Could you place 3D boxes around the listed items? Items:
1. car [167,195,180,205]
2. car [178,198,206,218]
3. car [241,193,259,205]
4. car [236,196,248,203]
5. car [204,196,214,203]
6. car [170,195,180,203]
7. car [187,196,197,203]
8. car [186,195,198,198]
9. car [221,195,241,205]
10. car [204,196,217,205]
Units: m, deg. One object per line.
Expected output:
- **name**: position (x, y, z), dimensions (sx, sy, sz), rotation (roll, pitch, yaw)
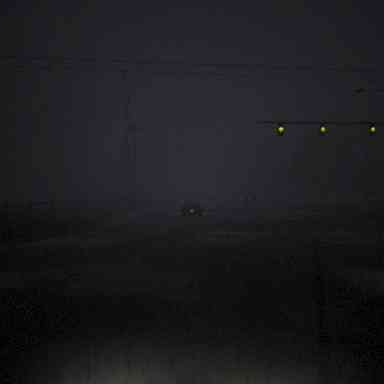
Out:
- **car**: position (-3.503, 1.468, 59.974), dimensions (1.837, 1.490, 4.892), rotation (0, 0, 0)
- **car**: position (-0.002, 1.545, 29.865), dimensions (1.994, 1.385, 4.181), rotation (0, 0, 0)
- **car**: position (10.497, 1.185, 59.587), dimensions (2.150, 2.045, 5.566), rotation (0, 0, 0)
- **car**: position (10.496, 1.495, 70.127), dimensions (1.895, 1.301, 4.718), rotation (0, 0, 0)
- **car**: position (3.496, 1.498, 70.127), dimensions (1.895, 1.301, 4.718), rotation (0, 0, 0)
- **car**: position (-3.504, 1.429, 70.098), dimensions (1.812, 1.442, 4.674), rotation (0, 0, 0)
- **car**: position (-0.004, 1.501, 70.128), dimensions (1.895, 1.301, 4.718), rotation (0, 0, 0)
- **car**: position (-0.003, 1.315, 59.954), dimensions (2.097, 1.767, 4.553), rotation (0, 0, 0)
- **car**: position (6.997, 1.315, 59.879), dimensions (2.097, 1.767, 4.553), rotation (0, 0, 0)
- **car**: position (3.497, 1.468, 59.906), dimensions (1.837, 1.490, 4.892), rotation (0, 0, 0)
